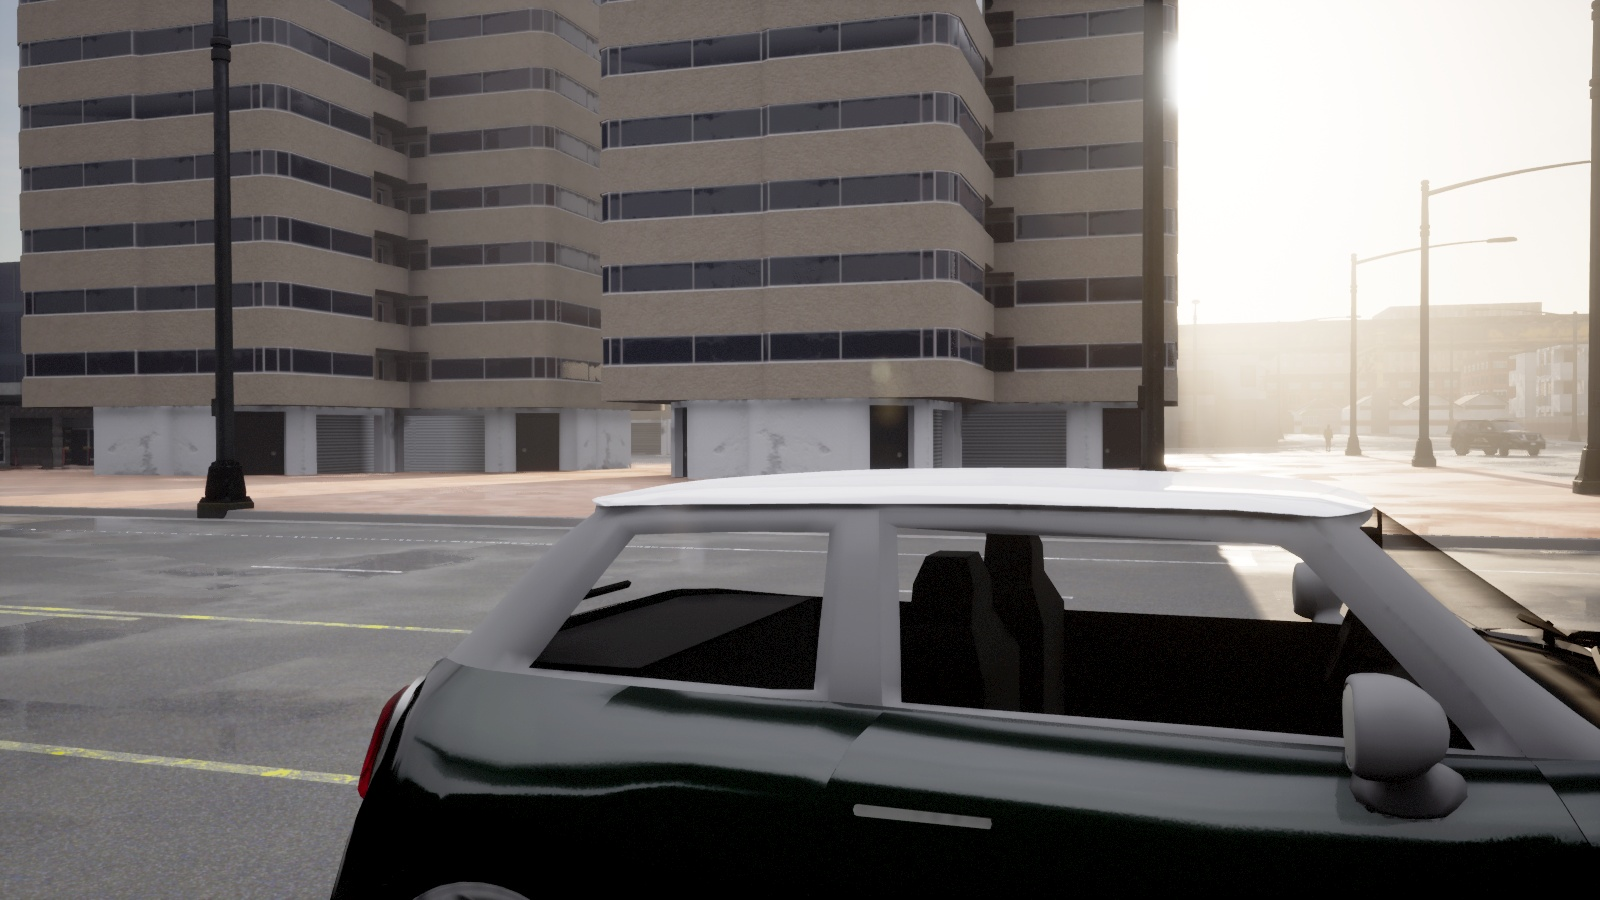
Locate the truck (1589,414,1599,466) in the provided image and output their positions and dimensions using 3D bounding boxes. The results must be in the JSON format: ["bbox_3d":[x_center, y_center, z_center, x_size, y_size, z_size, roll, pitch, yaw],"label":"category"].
[{"bbox_3d":[39.340,-0.461,59.048,2.627,2.467,5.204,1,1,18],"label":"truck"}]

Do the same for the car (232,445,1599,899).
[{"bbox_3d":[0.941,0.749,2.925,3.806,1.475,1.970,1,1,19],"label":"car"}]

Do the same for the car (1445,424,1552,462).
[{"bbox_3d":[38.833,-0.413,70.023,2.150,2.045,5.566,0,1,-10],"label":"car"}]

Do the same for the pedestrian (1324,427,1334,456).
[{"bbox_3d":[34.073,-0.556,80.896,0.431,1.840,0.709,0,1,13],"label":"pedestrian"}]
